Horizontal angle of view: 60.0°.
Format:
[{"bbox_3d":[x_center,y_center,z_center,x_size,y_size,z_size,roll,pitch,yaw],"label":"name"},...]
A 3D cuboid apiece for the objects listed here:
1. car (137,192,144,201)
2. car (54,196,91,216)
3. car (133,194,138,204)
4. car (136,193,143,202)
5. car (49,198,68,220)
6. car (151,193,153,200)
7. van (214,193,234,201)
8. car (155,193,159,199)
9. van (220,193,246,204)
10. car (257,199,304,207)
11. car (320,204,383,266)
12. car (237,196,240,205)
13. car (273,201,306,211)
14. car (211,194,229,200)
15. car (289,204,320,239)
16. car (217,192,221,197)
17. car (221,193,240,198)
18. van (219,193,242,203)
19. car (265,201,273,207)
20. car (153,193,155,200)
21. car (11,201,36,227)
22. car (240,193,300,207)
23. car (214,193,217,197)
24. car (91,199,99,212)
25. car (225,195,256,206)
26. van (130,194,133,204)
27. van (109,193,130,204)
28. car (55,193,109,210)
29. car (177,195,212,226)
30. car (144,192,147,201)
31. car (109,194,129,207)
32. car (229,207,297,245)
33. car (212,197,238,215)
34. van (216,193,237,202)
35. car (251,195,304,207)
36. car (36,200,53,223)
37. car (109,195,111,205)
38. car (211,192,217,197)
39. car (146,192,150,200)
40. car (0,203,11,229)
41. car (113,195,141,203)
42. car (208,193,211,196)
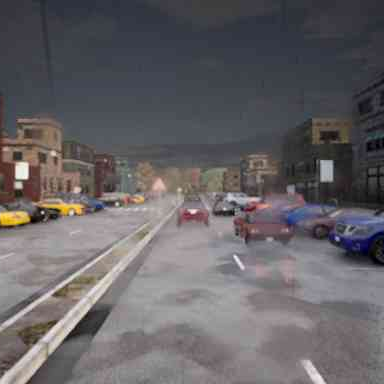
[{"bbox_3d":[-12.679,1.262,67.527,4.553,1.767,2.185,0,0,0],"label":"car"},{"bbox_3d":[-12.643,1.442,31.395,5.008,1.535,2.097,0,0,0],"label":"car"},{"bbox_3d":[-12.648,1.445,59.190,4.674,1.452,2.002,0,0,0],"label":"car"},{"bbox_3d":[-12.461,1.396,61.970,5.366,1.575,1.946,0,0,0],"label":"car"},{"bbox_3d":[-12.648,1.446,25.719,5.008,1.535,2.097,0,0,0],"label":"car"},{"bbox_3d":[-12.649,1.411,81.424,4.674,1.452,2.002,0,0,0],"label":"car"},{"bbox_3d":[7.673,1.168,80.025,4.442,1.987,1.878,0,0,0],"label":"van"},{"bbox_3d":[-12.626,1.123,89.761,5.566,2.045,2.435,0,0,0],"label":"car"},{"bbox_3d":[7.460,1.206,60.724,4.442,1.987,1.878,0,0,0],"label":"van"},{"bbox_3d":[7.612,1.503,25.002,4.674,1.452,2.002,0,0,0],"label":"car"},{"bbox_3d":[7.601,1.209,11.085,5.566,2.045,2.435,0,0,0],"label":"car"},{"bbox_3d":[7.574,1.498,35.903,4.792,1.488,2.163,0,0,0],"label":"car"},{"bbox_3d":[7.616,1.459,19.357,5.008,1.535,2.097,0,0,0],"label":"car"},{"bbox_3d":[7.574,1.423,91.054,4.792,1.488,2.163,0,0,0],"label":"car"},{"bbox_3d":[7.627,1.498,16.599,4.674,1.452,2.002,0,0,0],"label":"car"},{"bbox_3d":[7.608,1.187,57.966,5.566,2.045,2.435,0,0,0],"label":"car"},{"bbox_3d":[7.617,1.205,49.691,5.566,2.045,2.435,0,0,0],"label":"car"},{"bbox_3d":[7.688,1.191,66.240,4.442,1.987,1.878,0,0,0],"label":"van"},{"bbox_3d":[7.616,1.501,22.114,4.674,1.452,2.002,0,0,0],"label":"car"},{"bbox_3d":[-12.646,1.372,84.202,4.892,1.521,2.231,0,0,0],"label":"car"},{"bbox_3d":[-12.844,1.447,20.286,5.366,1.575,1.946,0,0,0],"label":"car"},{"bbox_3d":[7.581,1.215,30.387,5.566,2.045,2.435,0,0,0],"label":"car"},{"bbox_3d":[7.566,1.451,68.997,4.674,1.452,2.002,0,0,0],"label":"car"},{"bbox_3d":[-12.632,1.441,34.174,4.892,1.521,2.231,0,0,0],"label":"car"},{"bbox_3d":[7.617,1.325,52.327,4.553,1.767,2.185,0,0,0],"label":"car"},{"bbox_3d":[-12.761,1.184,56.410,4.442,1.987,1.878,0,0,0],"label":"van"},{"bbox_3d":[-12.761,1.189,53.631,4.442,1.987,1.878,0,0,0],"label":"van"},{"bbox_3d":[-12.611,1.186,36.953,5.566,2.045,2.435,0,0,0],"label":"car"},{"bbox_3d":[0.077,1.335,23.463,2.097,1.767,4.553,0,0,0],"label":"car"},{"bbox_3d":[-12.644,1.383,70.309,5.008,1.535,2.097,0,0,0],"label":"car"},{"bbox_3d":[-12.637,1.420,50.852,4.892,1.521,2.231,0,0,0],"label":"car"},{"bbox_3d":[3.086,1.579,15.404,1.895,1.301,4.718,0,0,0],"label":"car"},{"bbox_3d":[3.055,1.544,33.102,1.994,1.385,4.181,-1,0,-1],"label":"car"},{"bbox_3d":[7.679,1.174,74.513,4.442,1.987,1.878,0,0,0],"label":"van"},{"bbox_3d":[7.581,1.340,27.630,4.553,1.767,2.185,0,0,0],"label":"car"},{"bbox_3d":[-12.679,1.478,23.064,4.792,1.488,2.163,0,0,0],"label":"car"},{"bbox_3d":[-12.611,1.464,39.734,4.792,1.488,2.163,0,0,0],"label":"car"},{"bbox_3d":[7.380,1.402,71.754,5.366,1.575,1.946,0,0,0],"label":"car"},{"bbox_3d":[-12.619,1.249,75.864,4.553,1.767,2.185,0,0,0],"label":"car"},{"bbox_3d":[-12.637,1.482,17.506,4.792,1.488,2.163,0,0,0],"label":"car"},{"bbox_3d":[-12.642,1.393,64.749,5.008,1.535,2.097,0,0,0],"label":"car"},{"bbox_3d":[7.582,1.141,82.784,5.566,2.045,2.435,0,0,0],"label":"car"}]
